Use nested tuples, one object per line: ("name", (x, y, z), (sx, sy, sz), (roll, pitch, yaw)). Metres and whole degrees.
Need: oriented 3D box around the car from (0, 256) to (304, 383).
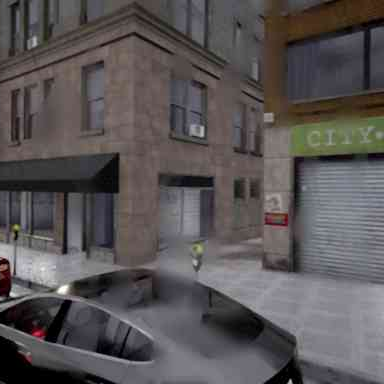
("car", (-1.005, 1.565, 3.665), (4.313, 1.339, 1.947), (0, 1, 35))
